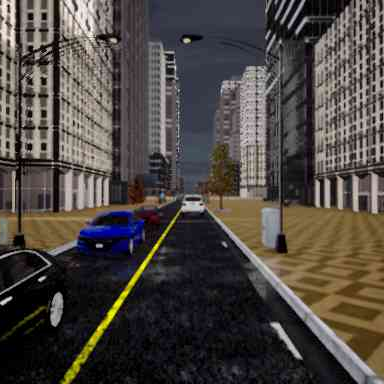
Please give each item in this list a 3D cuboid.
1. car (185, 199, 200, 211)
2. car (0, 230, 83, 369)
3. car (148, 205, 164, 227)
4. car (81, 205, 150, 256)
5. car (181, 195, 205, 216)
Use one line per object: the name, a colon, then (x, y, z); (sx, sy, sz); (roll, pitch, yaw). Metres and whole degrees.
car: (0.072, 1.694, 45.343); (2.033, 1.411, 5.357); (0, 0, 0)
car: (-3.099, 1.520, 4.051); (1.837, 1.490, 4.892); (0, 0, 0)
car: (-3.093, 1.641, 23.451); (1.994, 1.385, 4.181); (0, 0, 0)
car: (-3.096, 1.523, 13.575); (1.882, 1.535, 5.008); (0, 0, 0)
car: (0.095, 1.331, 33.570); (2.150, 2.045, 5.566); (0, 0, 0)
